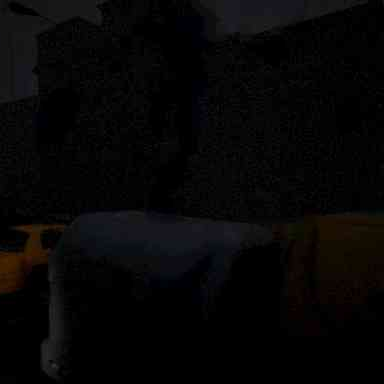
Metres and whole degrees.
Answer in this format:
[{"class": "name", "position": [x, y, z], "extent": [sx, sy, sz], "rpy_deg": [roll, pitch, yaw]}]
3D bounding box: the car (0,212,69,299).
[{"class": "car", "position": [-3.611, 1.440, 8.429], "extent": [1.946, 1.575, 5.366], "rpy_deg": [0, -1, 17]}]

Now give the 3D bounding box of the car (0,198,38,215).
[{"class": "car", "position": [-6.067, 1.170, 10.109], "extent": [2.435, 2.045, 5.566], "rpy_deg": [1, -1, 17]}]

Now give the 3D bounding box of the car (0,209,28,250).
[{"class": "car", "position": [-8.477, 1.435, 11.902], "extent": [2.002, 1.452, 4.674], "rpy_deg": [1, 0, 17]}]
